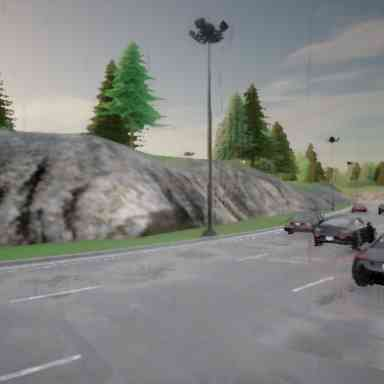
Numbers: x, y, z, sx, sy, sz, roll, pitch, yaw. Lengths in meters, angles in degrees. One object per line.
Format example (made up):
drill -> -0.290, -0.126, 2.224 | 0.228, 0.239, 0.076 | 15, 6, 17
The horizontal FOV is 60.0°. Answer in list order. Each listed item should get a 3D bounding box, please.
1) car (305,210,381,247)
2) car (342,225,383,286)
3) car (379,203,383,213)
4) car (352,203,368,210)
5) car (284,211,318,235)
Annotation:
car -> 7.216, 1.786, 15.628 | 1.812, 1.442, 4.674 | -1, -1, 40
car -> 5.976, 1.704, 8.937 | 4.181, 1.385, 1.994 | 1, -1, -43
car -> 26.276, 2.192, 44.852 | 2.128, 1.511, 4.902 | -1, -1, 31
car -> 25.428, 2.374, 50.289 | 1.994, 1.385, 4.181 | -1, -1, 30
car -> 7.433, 1.908, 20.906 | 2.033, 1.411, 5.357 | -1, -1, 35
